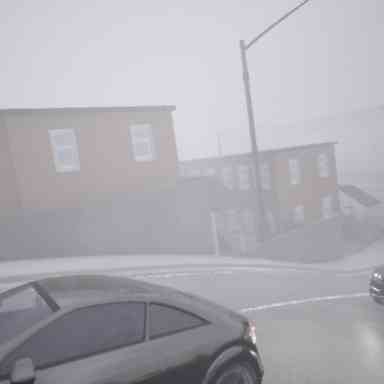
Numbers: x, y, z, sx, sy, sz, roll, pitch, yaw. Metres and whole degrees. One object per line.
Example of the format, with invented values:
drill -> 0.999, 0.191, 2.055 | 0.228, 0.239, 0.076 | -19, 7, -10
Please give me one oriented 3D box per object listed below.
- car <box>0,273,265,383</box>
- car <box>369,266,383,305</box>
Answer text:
car -> -1.285, 1.574, 3.107 | 4.181, 1.385, 1.994 | 1, -1, -36
car -> 6.599, 2.359, 8.823 | 4.902, 1.511, 2.128 | 11, -7, -36
